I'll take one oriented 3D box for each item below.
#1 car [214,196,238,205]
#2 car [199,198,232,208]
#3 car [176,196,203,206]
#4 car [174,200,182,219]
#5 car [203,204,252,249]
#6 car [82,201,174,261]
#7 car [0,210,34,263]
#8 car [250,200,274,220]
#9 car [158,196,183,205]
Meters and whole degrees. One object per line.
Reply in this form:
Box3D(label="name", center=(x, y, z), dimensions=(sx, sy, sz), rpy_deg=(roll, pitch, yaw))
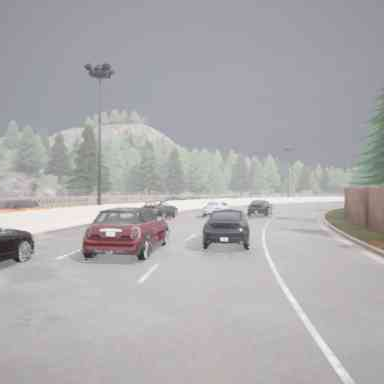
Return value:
Box3D(label="car", center=(6.122, 1.498, 59.930), dimensions=(2.128, 1.511, 4.902), rpy_deg=(0, 0, 36))
Box3D(label="car", center=(2.327, 1.525, 30.611), dimensions=(1.812, 1.442, 4.674), rpy_deg=(0, 0, 19))
Box3D(label="car", center=(-0.388, 1.471, 56.622), dimensions=(2.128, 1.511, 4.902), rpy_deg=(0, 0, 33))
Box3D(label="car", center=(-2.617, 1.472, 26.781), dimensions=(2.128, 1.511, 4.902), rpy_deg=(0, 0, 16))
Box3D(label="car", center=(1.617, 1.507, 14.726), dimensions=(1.837, 1.490, 4.892), rpy_deg=(0, 0, 10))
Box3D(label="car", center=(-2.260, 1.339, 12.531), dimensions=(2.097, 1.767, 4.553), rpy_deg=(0, 0, 8))
Box3D(label="car", center=(-6.249, 1.463, 9.014), dimensions=(2.128, 1.511, 4.902), rpy_deg=(0, 0, 5))
Box3D(label="car", center=(6.627, 1.522, 32.012), dimensions=(1.837, 1.490, 4.892), rpy_deg=(0, 0, 22))
Box3D(label="car", center=(-3.696, 1.469, 57.949), dimensions=(1.837, 1.490, 4.892), rpy_deg=(0, 0, 32))
